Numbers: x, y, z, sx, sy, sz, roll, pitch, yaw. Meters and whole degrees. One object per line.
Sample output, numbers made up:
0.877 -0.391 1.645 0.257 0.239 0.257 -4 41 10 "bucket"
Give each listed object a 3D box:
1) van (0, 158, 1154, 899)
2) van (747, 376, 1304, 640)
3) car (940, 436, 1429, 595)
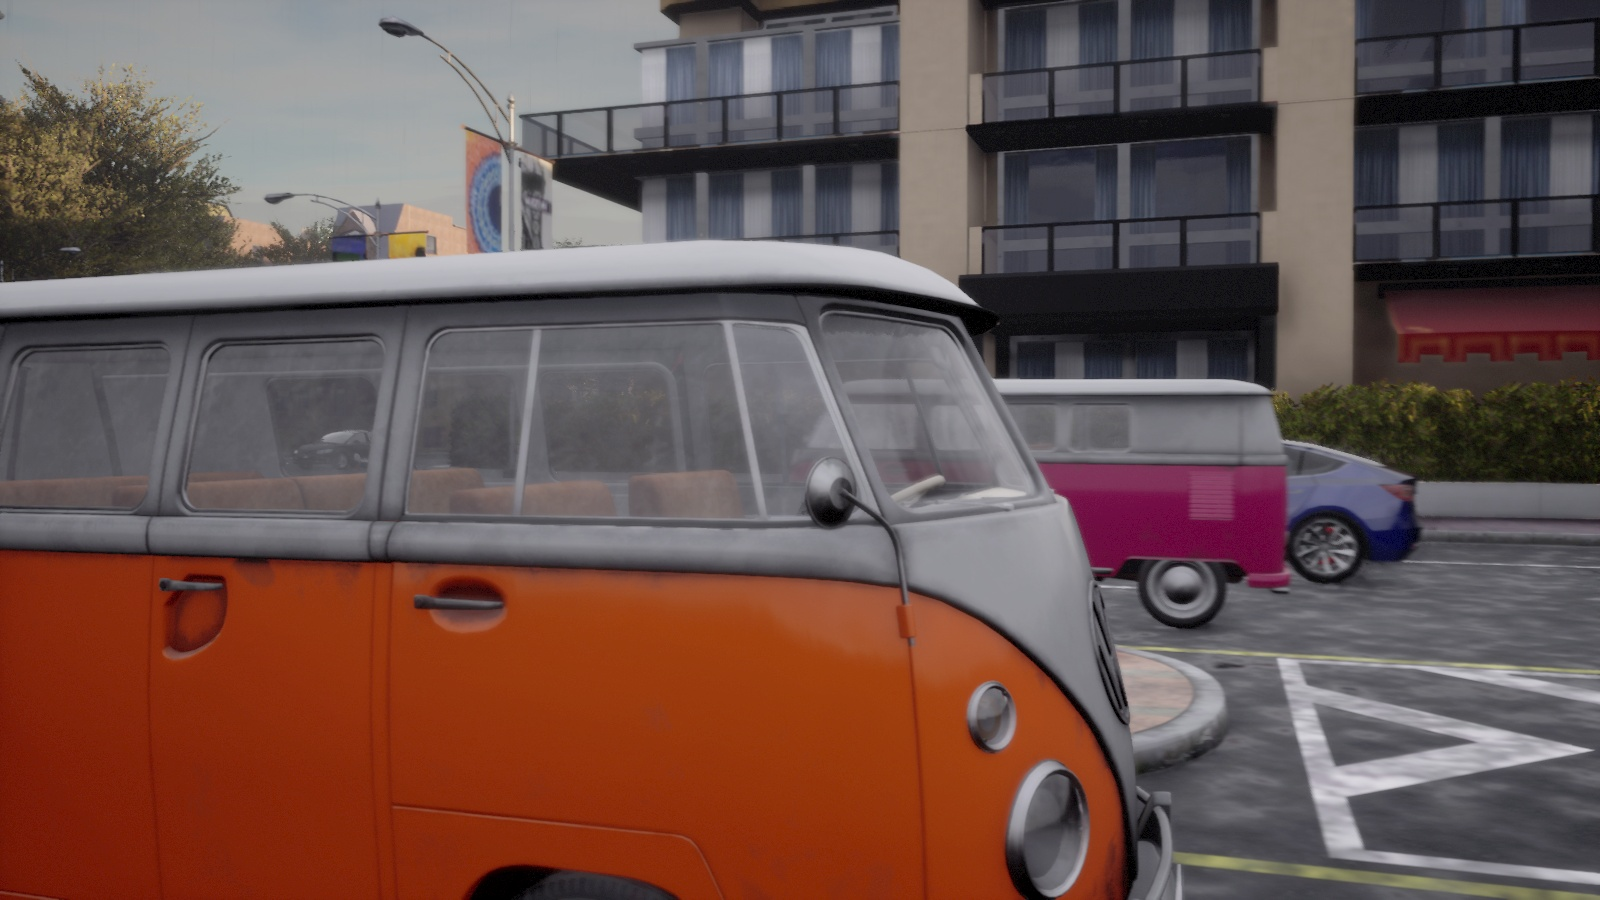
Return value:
-1.332 0.486 3.637 4.442 1.987 1.775 0 1 19 "van"
1.942 0.384 10.976 4.442 1.987 1.775 1 1 19 "van"
4.142 0.617 13.932 4.792 1.488 2.163 1 1 19 "car"
